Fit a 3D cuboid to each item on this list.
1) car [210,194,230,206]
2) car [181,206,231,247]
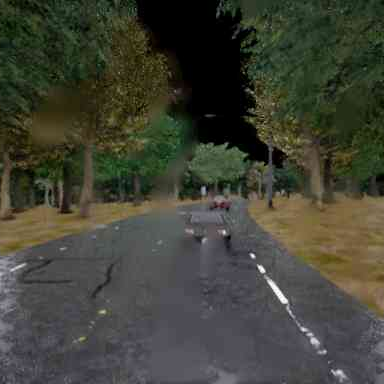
[{"bbox_3d":[3.227,1.095,37.736,2.097,1.767,4.553,0,0,9],"label":"car"},{"bbox_3d":[0.653,1.500,14.482,1.895,1.301,4.718,0,0,3],"label":"car"}]
